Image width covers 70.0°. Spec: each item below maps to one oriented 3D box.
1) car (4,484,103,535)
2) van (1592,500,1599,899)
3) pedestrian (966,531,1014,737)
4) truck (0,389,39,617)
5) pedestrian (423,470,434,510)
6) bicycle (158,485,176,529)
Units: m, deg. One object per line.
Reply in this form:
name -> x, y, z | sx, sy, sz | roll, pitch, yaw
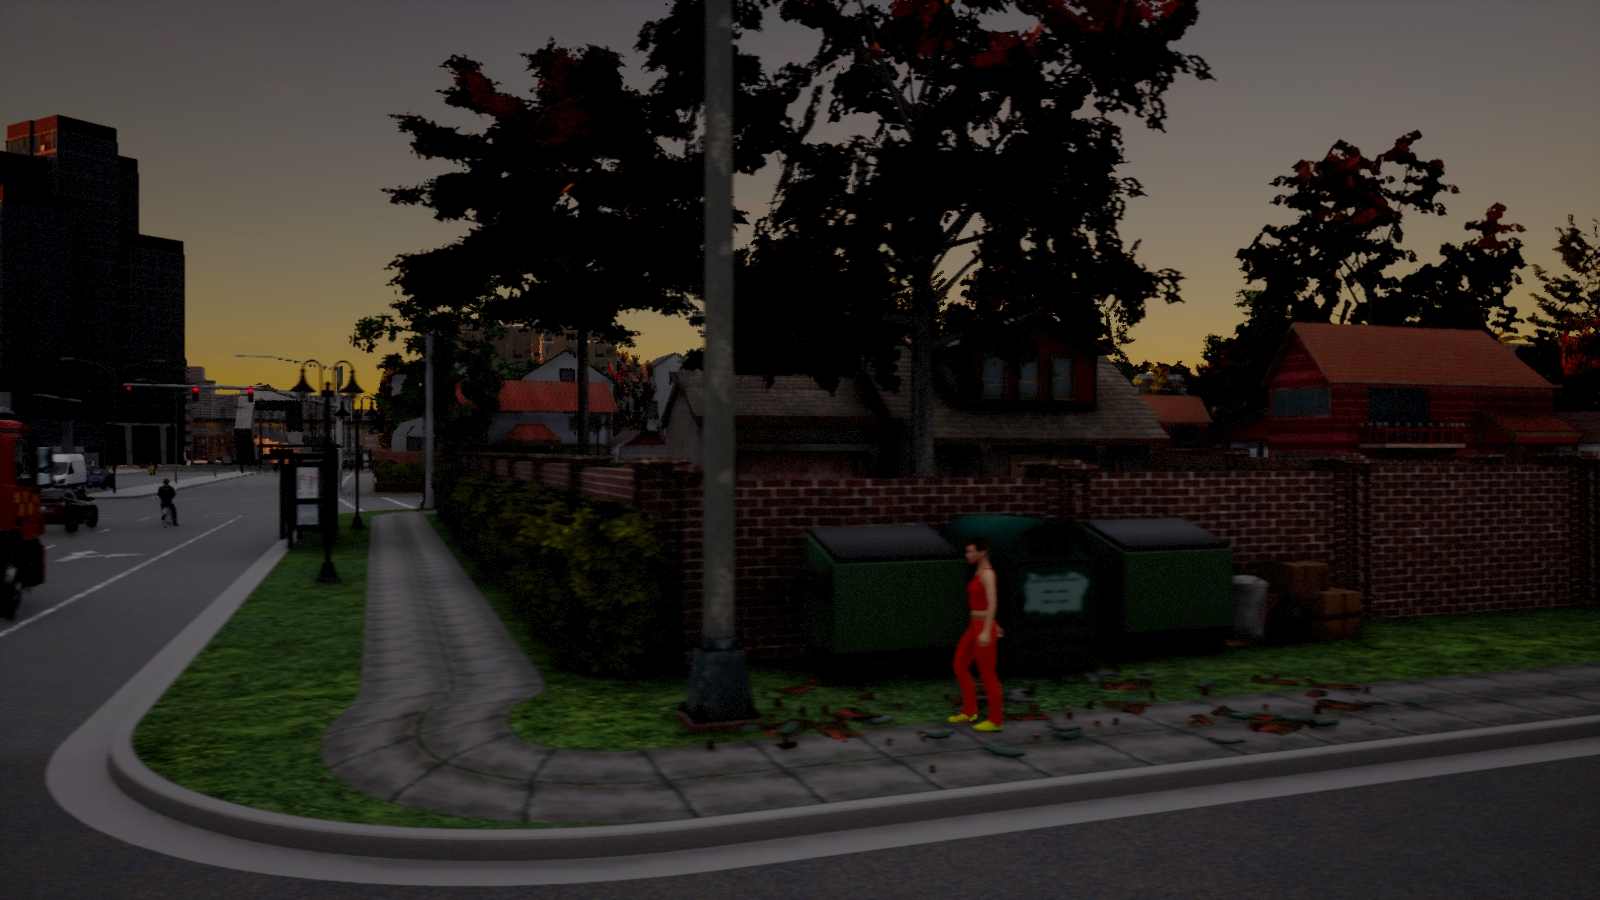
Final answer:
car -> -26.120, 2.040, 40.122 | 2.007, 1.525, 4.514 | 0, 0, -21
van -> 7.164, 1.534, 5.920 | 5.915, 2.561, 1.988 | 0, 0, -20
pedestrian -> 1.767, 1.696, 10.649 | 0.375, 1.860, 0.375 | 0, 0, -2
truck -> -14.173, 0.891, 16.611 | 2.891, 3.827, 8.468 | 0, 0, -17
pedestrian -> -17.273, 1.849, 53.087 | 0.375, 1.860, 0.375 | 0, 0, 7
bicycle -> -22.953, 2.048, 41.440 | 0.329, 1.496, 1.835 | 0, 0, -20
